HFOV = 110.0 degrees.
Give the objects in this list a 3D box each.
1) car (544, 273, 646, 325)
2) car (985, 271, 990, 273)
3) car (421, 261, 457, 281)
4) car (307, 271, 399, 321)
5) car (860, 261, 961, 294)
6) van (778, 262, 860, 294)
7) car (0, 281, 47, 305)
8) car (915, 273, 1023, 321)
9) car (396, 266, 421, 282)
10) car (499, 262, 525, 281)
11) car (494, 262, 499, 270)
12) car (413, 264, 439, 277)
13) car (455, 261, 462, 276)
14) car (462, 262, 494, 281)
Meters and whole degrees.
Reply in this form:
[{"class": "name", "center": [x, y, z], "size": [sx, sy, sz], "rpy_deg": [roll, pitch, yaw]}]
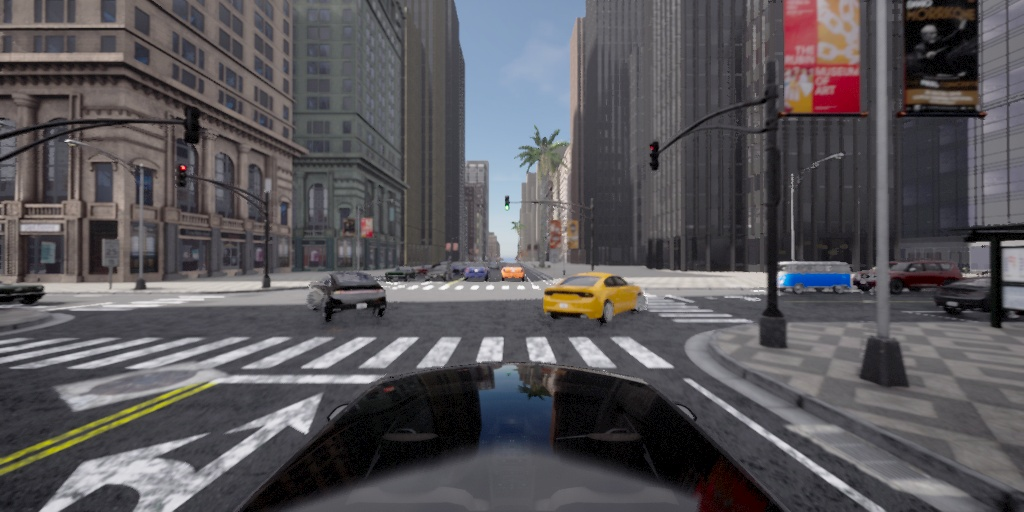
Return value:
[{"class": "car", "center": [3.014, 1.315, 12.482], "size": [1.882, 1.535, 5.008], "rpy_deg": [-2, -1, 37]}, {"class": "car", "center": [28.424, 1.449, 20.662], "size": [4.207, 1.307, 1.802], "rpy_deg": [0, 0, 0]}, {"class": "car", "center": [-6.599, 1.504, 32.948], "size": [1.837, 1.490, 4.892], "rpy_deg": [0, 0, -1]}, {"class": "car", "center": [-6.037, 1.331, 12.970], "size": [2.128, 1.511, 4.902], "rpy_deg": [1, -1, -36]}, {"class": "car", "center": [22.746, 1.185, 20.660], "size": [5.009, 1.841, 2.192], "rpy_deg": [0, 0, 0]}, {"class": "van", "center": [17.069, 1.215, 20.659], "size": [3.998, 1.789, 1.690], "rpy_deg": [0, 0, 0]}, {"class": "car", "center": [-22.586, 1.478, 14.839], "size": [4.718, 1.301, 1.895], "rpy_deg": [0, 0, 0]}, {"class": "car", "center": [17.072, 1.382, 12.134], "size": [4.403, 1.370, 2.007], "rpy_deg": [0, 0, 0]}, {"class": "car", "center": [-9.844, 1.594, 32.261], "size": [1.895, 1.301, 4.718], "rpy_deg": [0, 0, -3]}, {"class": "car", "center": [0.104, 1.359, 33.887], "size": [2.097, 1.767, 4.553], "rpy_deg": [0, 0, 0]}, {"class": "car", "center": [-3.241, 1.802, 62.842], "size": [1.994, 1.385, 4.181], "rpy_deg": [0, 0, 0]}, {"class": "car", "center": [-9.830, 1.668, 41.430], "size": [1.895, 1.301, 4.718], "rpy_deg": [0, 0, 0]}, {"class": "car", "center": [-6.574, 1.429, 42.694], "size": [2.097, 1.767, 4.553], "rpy_deg": [0, 0, 1]}, {"class": "car", "center": [-3.146, 1.358, 33.827], "size": [2.097, 1.767, 4.553], "rpy_deg": [0, 0, 0]}]
